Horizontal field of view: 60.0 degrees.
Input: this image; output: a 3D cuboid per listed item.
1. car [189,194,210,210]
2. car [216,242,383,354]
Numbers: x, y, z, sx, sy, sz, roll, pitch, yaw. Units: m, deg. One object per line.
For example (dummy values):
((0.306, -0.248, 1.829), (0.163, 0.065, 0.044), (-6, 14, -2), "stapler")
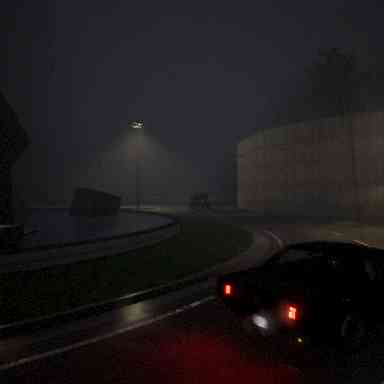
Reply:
((0.971, 1.221, 42.914), (2.150, 2.045, 5.566), (0, 0, -6), "car")
((2.815, 1.601, 6.118), (4.718, 1.301, 1.895), (0, 0, -35), "car")
